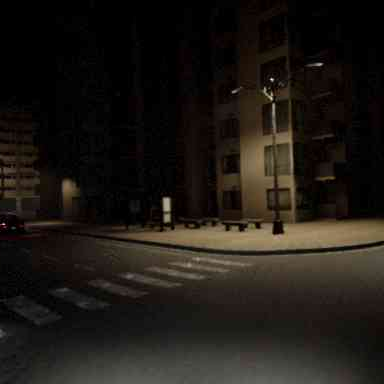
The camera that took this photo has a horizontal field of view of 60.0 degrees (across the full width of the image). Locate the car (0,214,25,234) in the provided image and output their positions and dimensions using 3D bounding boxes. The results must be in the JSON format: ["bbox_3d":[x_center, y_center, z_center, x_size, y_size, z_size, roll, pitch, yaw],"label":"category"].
[{"bbox_3d":[-13.749,2.350,24.359,1.812,1.442,4.674,-2,-1,-44],"label":"car"}]
